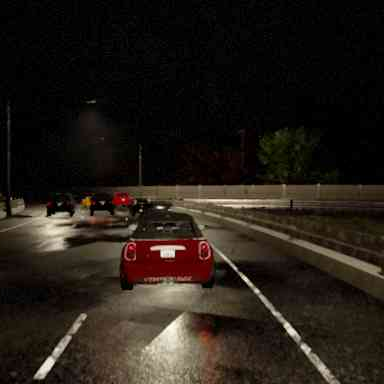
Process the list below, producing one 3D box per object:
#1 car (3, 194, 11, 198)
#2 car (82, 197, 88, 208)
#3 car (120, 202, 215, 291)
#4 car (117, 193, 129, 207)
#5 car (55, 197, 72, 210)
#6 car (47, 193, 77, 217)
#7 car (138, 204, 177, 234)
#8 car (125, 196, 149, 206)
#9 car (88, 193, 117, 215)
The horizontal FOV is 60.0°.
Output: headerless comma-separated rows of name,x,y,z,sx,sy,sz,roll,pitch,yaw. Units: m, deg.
car,-47.790,1.153,82.874,4.892,1.490,1.837,0,0,36
car,-13.607,1.356,44.714,1.882,1.535,5.008,0,0,-24
car,-0.682,1.324,9.162,2.097,1.767,4.553,0,0,-5
car,-9.803,1.099,44.932,2.150,2.045,5.566,0,0,-23
car,-16.803,1.391,43.326,1.837,1.490,4.892,0,1,-24
car,-11.883,1.139,30.486,2.150,2.045,5.566,0,0,-16
car,-2.170,1.507,19.841,1.994,1.385,4.181,0,0,-10
car,-4.875,1.416,31.332,1.837,1.490,4.892,0,0,-16
car,-8.826,1.131,32.468,2.150,2.045,5.566,0,0,-17
